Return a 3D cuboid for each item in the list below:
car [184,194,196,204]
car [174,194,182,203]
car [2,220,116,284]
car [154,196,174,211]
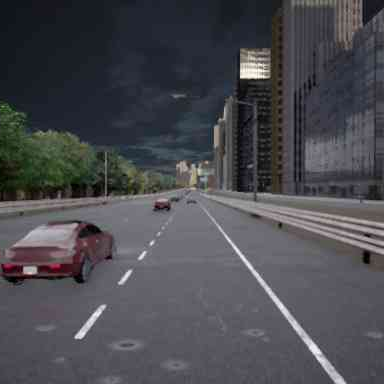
[{"bbox_3d":[-0.125,1.610,67.132,2.033,1.411,5.357,0,0,0],"label":"car"},{"bbox_3d":[-3.776,1.572,74.353,1.837,1.490,4.892,0,0,0],"label":"car"},{"bbox_3d":[-3.505,1.528,9.500,1.812,1.442,4.674,0,0,0],"label":"car"},{"bbox_3d":[-3.586,1.507,41.314,1.882,1.535,5.008,0,0,0],"label":"car"}]
